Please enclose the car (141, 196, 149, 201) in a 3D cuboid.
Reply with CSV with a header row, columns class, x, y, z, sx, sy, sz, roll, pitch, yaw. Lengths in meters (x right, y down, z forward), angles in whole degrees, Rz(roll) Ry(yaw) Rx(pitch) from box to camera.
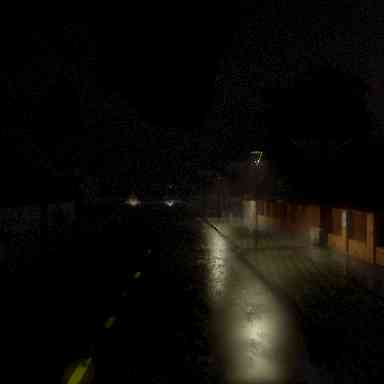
class,x,y,z,sx,sy,sz,roll,pitch,yaw
car,-12.842,1.769,90.944,2.033,1.411,5.357,0,0,-12
